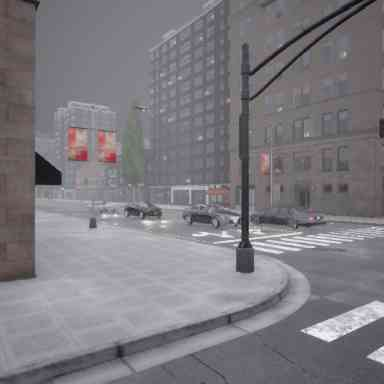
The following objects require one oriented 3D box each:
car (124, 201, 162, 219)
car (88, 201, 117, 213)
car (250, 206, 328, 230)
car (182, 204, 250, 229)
[{"bbox_3d":[-4.578,1.579,30.634,1.882,1.535,5.008,0,0,-35],"label":"car"},{"bbox_3d":[-10.480,1.741,38.868,1.895,1.301,4.718,0,0,-36],"label":"car"},{"bbox_3d":[6.047,1.603,21.756,2.033,1.411,5.357,0,0,-36],"label":"car"},{"bbox_3d":[1.246,1.554,22.524,2.128,1.511,4.902,0,0,-36],"label":"car"}]
